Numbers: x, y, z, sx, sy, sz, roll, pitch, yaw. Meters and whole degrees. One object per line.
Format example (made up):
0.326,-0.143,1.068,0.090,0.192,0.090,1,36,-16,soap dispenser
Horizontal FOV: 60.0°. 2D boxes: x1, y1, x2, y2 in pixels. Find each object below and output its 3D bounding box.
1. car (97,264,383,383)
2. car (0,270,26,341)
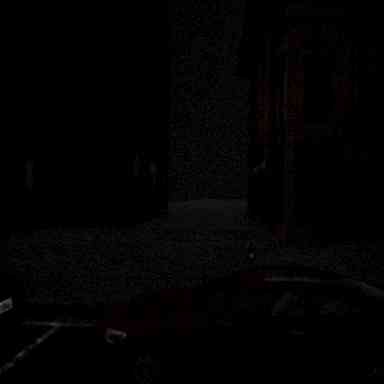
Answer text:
0.937,1.645,4.310,4.206,1.307,1.802,0,0,4,car
-4.648,1.591,4.742,4.313,1.339,1.947,0,0,4,car
